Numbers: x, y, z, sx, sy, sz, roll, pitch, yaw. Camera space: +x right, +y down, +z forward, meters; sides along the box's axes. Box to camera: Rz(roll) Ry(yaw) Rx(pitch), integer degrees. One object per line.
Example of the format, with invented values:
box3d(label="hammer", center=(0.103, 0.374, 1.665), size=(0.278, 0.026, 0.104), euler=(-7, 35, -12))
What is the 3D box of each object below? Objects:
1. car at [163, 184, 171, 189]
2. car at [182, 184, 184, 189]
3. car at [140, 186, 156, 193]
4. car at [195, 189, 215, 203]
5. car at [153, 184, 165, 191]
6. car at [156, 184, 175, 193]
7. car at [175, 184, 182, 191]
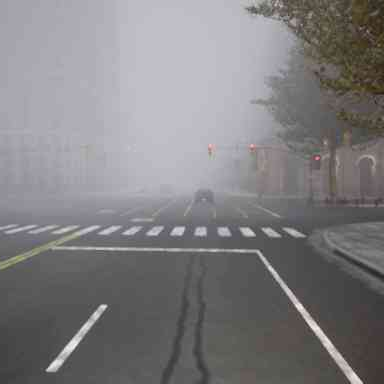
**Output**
box3d(label="car", center=(-6.805, -1.580, 91.123), size=(1.812, 1.442, 4.674), euler=(0, 2, 3))
box3d(label="car", center=(-3.288, -1.596, 91.399), size=(1.812, 1.442, 4.674), euler=(0, 2, 3))
box3d(label="car", center=(-8.247, -0.455, 60.826), size=(1.895, 1.301, 4.718), euler=(0, 2, 3))
box3d(label="car", center=(1.303, 0.427, 35.184), size=(1.837, 1.490, 4.892), euler=(0, 2, 2))
box3d(label="car", center=(-7.544, -1.008, 76.022), size=(2.033, 1.411, 5.357), euler=(0, 2, 3))
box3d(label="car", center=(-4.755, -0.673, 60.661), size=(2.097, 1.767, 4.553), euler=(0, 2, 3))
box3d(label="car", center=(-4.063, -0.982, 75.547), size=(2.128, 1.511, 4.902), euler=(0, 2, 3))
